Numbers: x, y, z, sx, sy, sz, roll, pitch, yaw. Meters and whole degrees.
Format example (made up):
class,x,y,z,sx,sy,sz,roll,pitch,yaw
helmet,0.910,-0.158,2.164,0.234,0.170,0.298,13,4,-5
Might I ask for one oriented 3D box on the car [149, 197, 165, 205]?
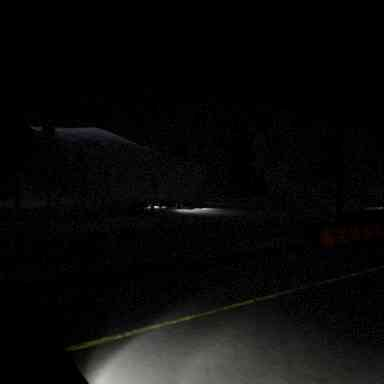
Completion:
class,x,y,z,sx,sy,sz,roll,pitch,yaw
car,-7.005,1.697,65.887,2.033,1.411,5.357,0,0,-18

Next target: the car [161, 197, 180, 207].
class,x,y,z,sx,sy,sz,roll,pitch,yaw
car,-3.723,1.663,56.886,1.812,1.442,4.674,0,0,-22

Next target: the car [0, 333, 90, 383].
class,x,y,z,sx,sy,sz,roll,pitch,yaw
car,-3.148,1.539,1.494,5.357,1.411,2.033,0,0,-36

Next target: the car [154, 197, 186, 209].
class,x,y,z,sx,sy,sz,roll,pitch,yaw
car,-3.247,1.607,47.758,2.128,1.511,4.902,0,0,-28

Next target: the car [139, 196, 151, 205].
class,x,y,z,sx,sy,sz,roll,pitch,yaw
car,-7.058,1.686,55.816,1.994,1.385,4.181,0,0,-21

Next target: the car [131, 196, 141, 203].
class,x,y,z,sx,sy,sz,roll,pitch,yaw
car,-12.502,1.690,74.099,2.033,1.411,5.357,0,0,-11

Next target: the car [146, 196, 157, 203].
class,x,y,z,sx,sy,sz,roll,pitch,yaw
car,-9.263,1.693,76.041,2.128,1.511,4.902,0,0,-11

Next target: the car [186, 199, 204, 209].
class,x,y,z,sx,sy,sz,roll,pitch,yaw
car,0.058,1.695,49.015,1.994,1.385,4.181,0,0,-29

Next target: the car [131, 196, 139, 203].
class,x,y,z,sx,sy,sz,roll,pitch,yaw
car,-10.075,1.624,64.055,2.128,1.511,4.902,0,0,-18

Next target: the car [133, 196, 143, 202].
class,x,y,z,sx,sy,sz,roll,pitch,yaw
car,-13.654,1.696,84.378,2.033,1.411,5.357,0,0,-3
